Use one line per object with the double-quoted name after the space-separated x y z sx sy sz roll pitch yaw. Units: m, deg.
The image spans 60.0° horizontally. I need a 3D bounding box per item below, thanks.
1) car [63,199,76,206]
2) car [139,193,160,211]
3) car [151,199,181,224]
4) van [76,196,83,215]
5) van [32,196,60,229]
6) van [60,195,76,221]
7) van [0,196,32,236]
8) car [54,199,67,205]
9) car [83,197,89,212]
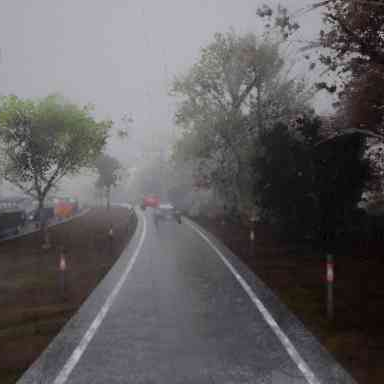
-27.202 2.252 73.722 2.097 1.535 5.008 -1 -1 -28 "car"
-5.202 1.184 41.070 2.150 2.045 5.566 0 -1 -14 "car"
-1.855 1.475 24.070 1.812 1.442 4.674 0 0 -8 "car"
-12.100 1.344 32.437 1.878 1.987 4.442 2 -2 -14 "van"
-10.241 1.259 21.409 1.878 1.987 4.442 1 -1 -9 "van"
-11.075 1.296 26.937 1.878 1.987 4.442 1 -1 -9 "van"
-9.588 1.233 15.867 1.878 1.987 4.442 1 -1 -7 "van"
-33.316 2.513 84.084 2.097 1.535 5.008 -1 -1 -32 "car"
-13.332 1.623 37.813 1.946 1.575 5.366 2 -2 -12 "car"
